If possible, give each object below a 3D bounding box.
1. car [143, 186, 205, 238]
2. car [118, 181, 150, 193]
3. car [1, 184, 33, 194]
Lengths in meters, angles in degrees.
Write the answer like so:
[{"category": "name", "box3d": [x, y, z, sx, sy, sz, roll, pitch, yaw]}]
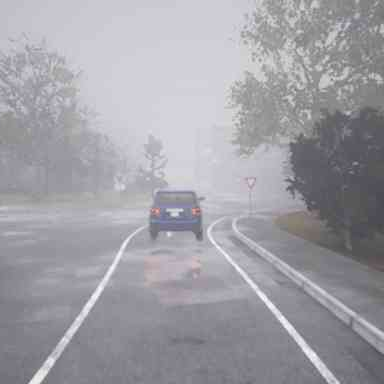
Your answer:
[{"category": "car", "box3d": [-0.600, 0.811, 15.167, 2.150, 2.045, 5.566, 0, 3, 1]}, {"category": "car", "box3d": [-9.828, -0.814, 56.890, 5.566, 2.045, 2.150, 0, 2, 9]}, {"category": "car", "box3d": [-28.342, -0.509, 54.311, 5.008, 1.535, 1.882, -1, 2, -44]}]
